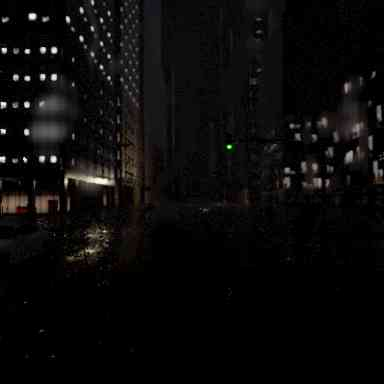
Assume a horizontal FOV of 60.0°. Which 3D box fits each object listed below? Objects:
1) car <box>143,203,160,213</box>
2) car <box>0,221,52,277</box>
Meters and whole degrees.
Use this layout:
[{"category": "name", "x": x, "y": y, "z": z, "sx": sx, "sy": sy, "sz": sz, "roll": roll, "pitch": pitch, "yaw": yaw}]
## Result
[{"category": "car", "x": -5.884, "y": 2.300, "z": 48.983, "sx": 1.994, "sy": 1.385, "sz": 4.181, "roll": 0, "pitch": -1, "yaw": 1}, {"category": "car", "x": -6.264, "y": 1.730, "z": 11.005, "sx": 1.812, "sy": 1.442, "sz": 4.674, "roll": 0, "pitch": -1, "yaw": 0}]
